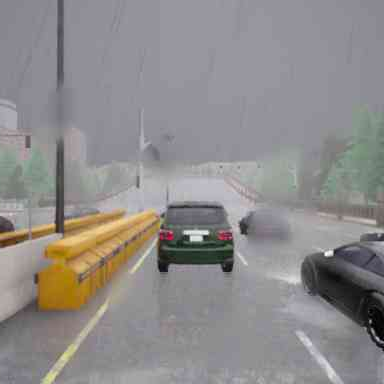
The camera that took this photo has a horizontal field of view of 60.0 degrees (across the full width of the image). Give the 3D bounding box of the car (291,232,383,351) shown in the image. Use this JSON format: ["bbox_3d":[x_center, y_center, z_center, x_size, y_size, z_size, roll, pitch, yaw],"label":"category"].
[{"bbox_3d":[3.615,1.618,6.291,1.994,1.385,4.181,0,-1,-2],"label":"car"}]

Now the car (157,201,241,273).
[{"bbox_3d":[0.104,1.315,11.167,2.150,2.045,5.566,0,-1,0],"label":"car"}]

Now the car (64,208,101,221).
[{"bbox_3d":[-6.993,1.742,21.340,2.033,1.411,5.357,0,0,0],"label":"car"}]

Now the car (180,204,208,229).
[{"bbox_3d":[0.107,1.714,24.396,1.837,1.490,4.892,0,0,0],"label":"car"}]

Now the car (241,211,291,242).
[{"bbox_3d":[3.607,1.695,17.211,2.033,1.411,5.357,0,0,0],"label":"car"}]
